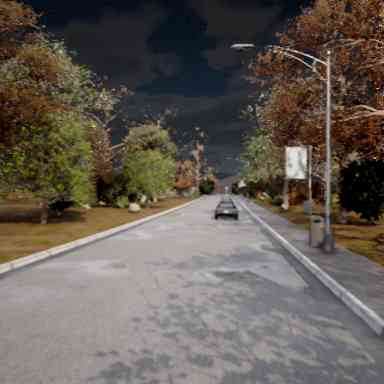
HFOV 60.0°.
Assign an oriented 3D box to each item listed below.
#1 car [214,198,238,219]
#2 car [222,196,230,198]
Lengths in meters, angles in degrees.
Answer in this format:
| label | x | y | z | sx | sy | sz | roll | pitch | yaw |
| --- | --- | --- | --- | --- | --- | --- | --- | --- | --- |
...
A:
| label | x | y | z | sx | sy | sz | roll | pitch | yaw |
| --- | --- | --- | --- | --- | --- | --- | --- | --- | --- |
| car | 2.990 | 1.546 | 29.011 | 1.994 | 1.385 | 4.181 | 1 | 0 | 6 |
| car | 5.188 | 1.359 | 50.229 | 1.994 | 1.385 | 4.181 | 1 | 1 | 6 |
